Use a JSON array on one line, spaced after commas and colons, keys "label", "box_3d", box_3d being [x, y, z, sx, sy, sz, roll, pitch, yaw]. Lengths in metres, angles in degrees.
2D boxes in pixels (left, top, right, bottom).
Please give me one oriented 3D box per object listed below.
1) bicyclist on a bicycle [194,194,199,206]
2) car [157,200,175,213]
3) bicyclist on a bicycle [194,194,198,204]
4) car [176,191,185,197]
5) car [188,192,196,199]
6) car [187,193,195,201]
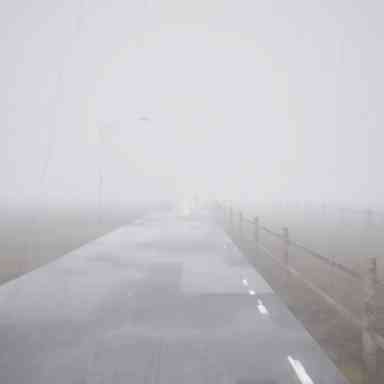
[{"label": "bicyclist on a bicycle", "box_3d": [0.736, 1.347, 49.421, 0.659, 1.776, 1.843, 0, 1, 0]}, {"label": "car", "box_3d": [-2.863, 1.601, 37.605, 2.033, 1.411, 5.357, 0, 0, 0]}, {"label": "bicyclist on a bicycle", "box_3d": [0.732, 1.257, 58.619, 0.659, 1.776, 1.843, 0, 1, 0]}, {"label": "car", "box_3d": [-2.783, 0.573, 78.858, 2.097, 1.767, 4.553, 0, 1, 0]}, {"label": "car", "box_3d": [-0.035, 0.869, 84.552, 1.812, 1.442, 4.674, 0, 1, 0]}, {"label": "car", "box_3d": [-0.031, 1.208, 73.726, 1.812, 1.442, 4.674, 0, 1, 0]}]
